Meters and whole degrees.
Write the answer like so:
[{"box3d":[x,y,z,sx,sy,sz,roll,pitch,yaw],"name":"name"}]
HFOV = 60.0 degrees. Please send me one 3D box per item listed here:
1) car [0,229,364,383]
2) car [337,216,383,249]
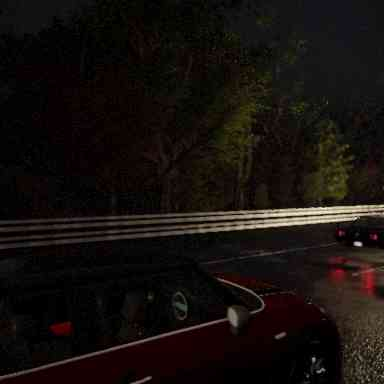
[{"box3d":[-0.523,1.356,3.357,4.553,1.767,2.097,0,0,-35],"name":"car"},{"box3d":[7.984,1.646,13.618,4.718,1.301,1.895,0,0,-35],"name":"car"}]
